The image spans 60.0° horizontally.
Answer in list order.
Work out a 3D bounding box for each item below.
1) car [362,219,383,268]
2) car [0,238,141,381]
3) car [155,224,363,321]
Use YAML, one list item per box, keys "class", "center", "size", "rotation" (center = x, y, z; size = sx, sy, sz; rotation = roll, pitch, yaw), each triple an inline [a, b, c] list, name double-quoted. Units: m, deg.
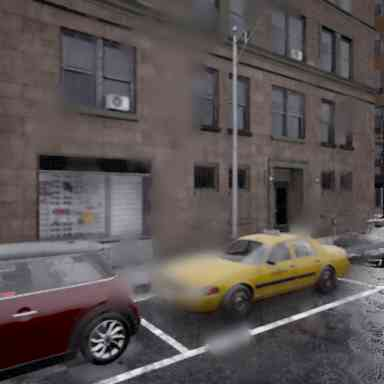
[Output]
- class: "car"
  center: [6.184, 1.548, 10.564]
  size: [4.403, 1.369, 2.008]
  rotation: [0, 0, -35]
- class: "car"
  center: [-2.818, 1.440, 4.181]
  size: [4.097, 1.590, 1.967]
  rotation: [0, 0, -35]
- class: "car"
  center: [1.544, 1.524, 7.274]
  size: [4.829, 1.417, 1.752]
  rotation: [0, 0, -35]
